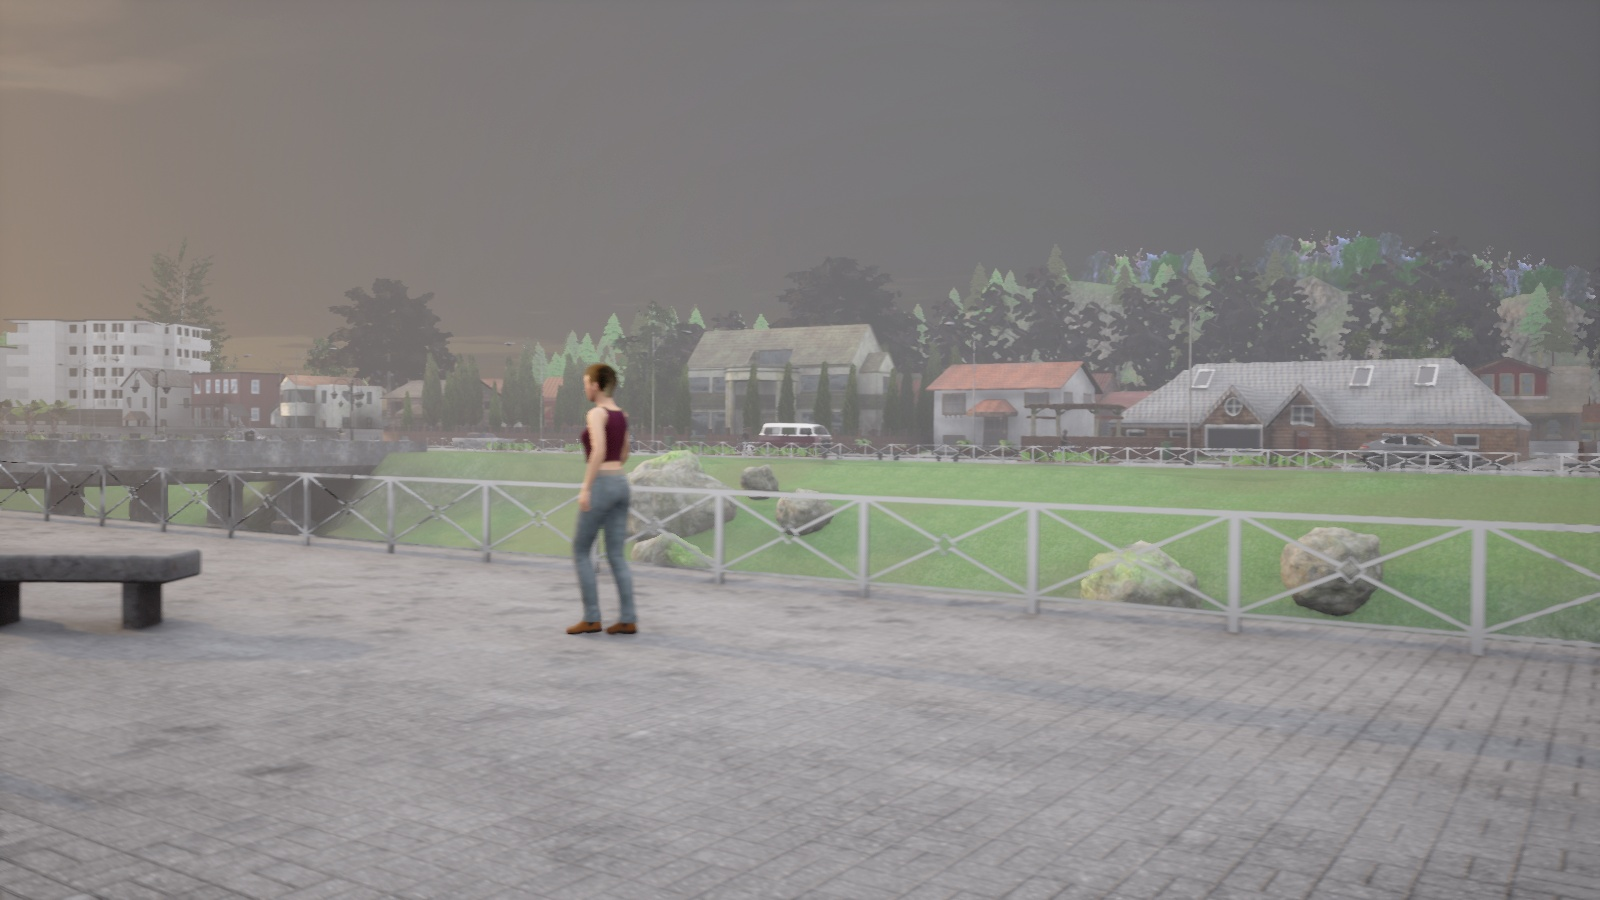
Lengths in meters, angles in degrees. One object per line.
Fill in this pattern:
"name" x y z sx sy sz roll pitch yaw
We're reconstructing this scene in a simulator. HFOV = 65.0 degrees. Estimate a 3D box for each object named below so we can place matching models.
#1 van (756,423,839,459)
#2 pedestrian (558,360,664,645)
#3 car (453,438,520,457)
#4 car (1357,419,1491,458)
"van" -0.156 -0.548 73.544 4.480 2.038 2.069 0 1 34
"pedestrian" -1.266 0.338 8.396 0.594 1.836 0.345 0 1 30
"car" -22.019 -0.171 88.085 4.718 1.301 1.895 0 1 34
"car" 27.409 -0.492 55.222 5.027 1.651 2.152 0 1 34
